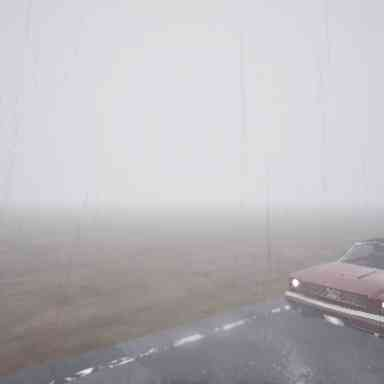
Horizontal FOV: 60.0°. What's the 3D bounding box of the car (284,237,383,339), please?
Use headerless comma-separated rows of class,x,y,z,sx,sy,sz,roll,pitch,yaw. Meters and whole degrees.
car,3.878,1.610,6.312,4.718,1.301,1.895,0,0,-37
